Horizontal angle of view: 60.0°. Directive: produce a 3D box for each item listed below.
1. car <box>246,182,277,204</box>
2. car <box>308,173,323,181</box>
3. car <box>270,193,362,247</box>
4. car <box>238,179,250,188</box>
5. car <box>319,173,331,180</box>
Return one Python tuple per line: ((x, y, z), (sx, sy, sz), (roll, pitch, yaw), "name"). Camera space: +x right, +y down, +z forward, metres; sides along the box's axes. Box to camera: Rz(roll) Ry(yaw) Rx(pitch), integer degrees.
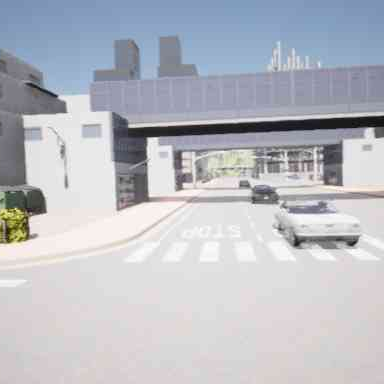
((5.639, 0.142, 26.409), (1.994, 1.385, 4.181), (-2, 3, 6), "car")
((32.353, -3.993, 88.308), (1.932, 1.855, 4.605), (-2, 3, 6), "car")
((4.084, 0.916, 11.520), (1.895, 1.301, 4.718), (-2, 3, 6), "car")
((8.808, -1.427, 56.649), (2.128, 1.511, 4.902), (-2, 3, 6), "car")
((35.225, -4.067, 87.958), (1.905, 1.878, 3.866), (-2, 3, 6), "car")
